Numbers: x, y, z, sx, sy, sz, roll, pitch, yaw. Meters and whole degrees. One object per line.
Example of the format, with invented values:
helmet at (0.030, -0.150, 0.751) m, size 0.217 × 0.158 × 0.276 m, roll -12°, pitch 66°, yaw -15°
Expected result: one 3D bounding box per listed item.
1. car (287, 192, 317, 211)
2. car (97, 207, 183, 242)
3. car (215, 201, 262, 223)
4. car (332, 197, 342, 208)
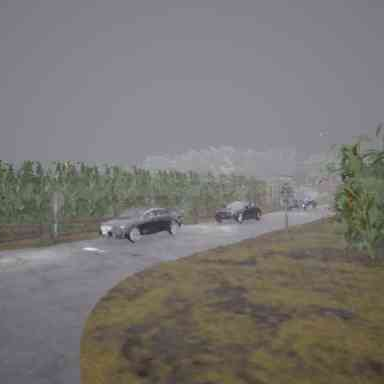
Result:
car at (12.505, 1.036, 37.837) m, size 2.150 × 2.045 × 5.566 m, roll -1°, pitch 0°, yaw 35°
car at (-2.436, 1.506, 16.629) m, size 2.128 × 1.511 × 4.902 m, roll -1°, pitch 0°, yaw 35°
car at (3.587, 1.413, 25.185) m, size 1.882 × 1.535 × 5.008 m, roll -1°, pitch 0°, yaw 35°
car at (19.256, 1.279, 42.323) m, size 1.994 × 1.385 × 4.181 m, roll -1°, pitch 0°, yaw 35°
